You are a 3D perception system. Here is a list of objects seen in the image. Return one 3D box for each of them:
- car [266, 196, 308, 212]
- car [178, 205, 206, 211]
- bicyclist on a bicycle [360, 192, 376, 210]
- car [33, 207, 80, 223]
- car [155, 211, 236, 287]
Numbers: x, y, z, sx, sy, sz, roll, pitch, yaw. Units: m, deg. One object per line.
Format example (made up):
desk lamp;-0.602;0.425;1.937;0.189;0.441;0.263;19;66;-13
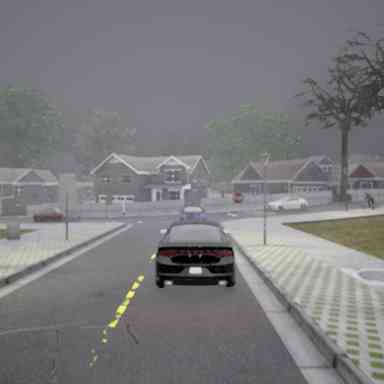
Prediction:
car;9.755;1.176;34.079;4.674;1.442;1.812;-3;2;-24
car;0.028;1.639;23.255;1.812;1.442;4.674;0;0;-1
bicyclist on a bicycle;16.182;0.852;30.570;0.582;1.620;1.656;-2;1;-25
car;-12.638;2.148;30.895;4.674;1.442;1.812;-2;0;21
car;0.083;1.524;9.484;1.882;1.535;5.008;0;-1;0
